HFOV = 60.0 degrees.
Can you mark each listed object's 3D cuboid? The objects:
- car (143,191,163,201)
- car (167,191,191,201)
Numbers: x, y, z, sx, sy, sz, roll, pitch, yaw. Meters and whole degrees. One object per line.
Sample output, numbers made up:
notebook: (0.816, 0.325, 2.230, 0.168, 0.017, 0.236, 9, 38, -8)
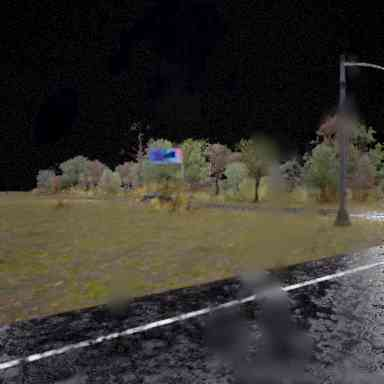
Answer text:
car: (-7.828, 0.871, 67.000, 2.150, 2.045, 5.566, 0, 0, -34)
car: (-2.328, 0.876, 58.803, 2.150, 2.045, 5.566, 0, 0, -33)
